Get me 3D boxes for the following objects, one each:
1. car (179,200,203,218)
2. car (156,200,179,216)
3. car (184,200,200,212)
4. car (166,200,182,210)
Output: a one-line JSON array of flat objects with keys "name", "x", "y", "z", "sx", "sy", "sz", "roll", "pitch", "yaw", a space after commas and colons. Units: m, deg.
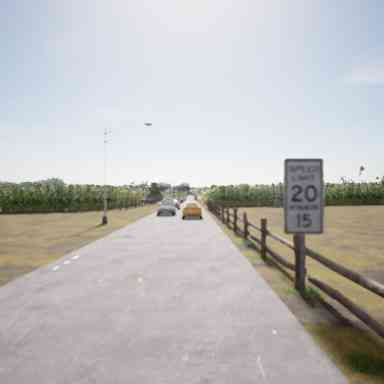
[{"name": "car", "x": 0.028, "y": 1.716, "z": 32.752, "sx": 1.882, "sy": 1.535, "sz": 5.008, "roll": 0, "pitch": 0, "yaw": 0}, {"name": "car", "x": -2.727, "y": 1.797, "z": 36.494, "sx": 1.812, "sy": 1.442, "sz": 4.674, "roll": 0, "pitch": -1, "yaw": 0}, {"name": "car", "x": 0.064, "y": 1.859, "z": 45.909, "sx": 2.128, "sy": 1.511, "sz": 4.902, "roll": 0, "pitch": -1, "yaw": 1}, {"name": "car", "x": -2.718, "y": 1.922, "z": 50.296, "sx": 2.128, "sy": 1.511, "sz": 4.902, "roll": 0, "pitch": -1, "yaw": 0}]
